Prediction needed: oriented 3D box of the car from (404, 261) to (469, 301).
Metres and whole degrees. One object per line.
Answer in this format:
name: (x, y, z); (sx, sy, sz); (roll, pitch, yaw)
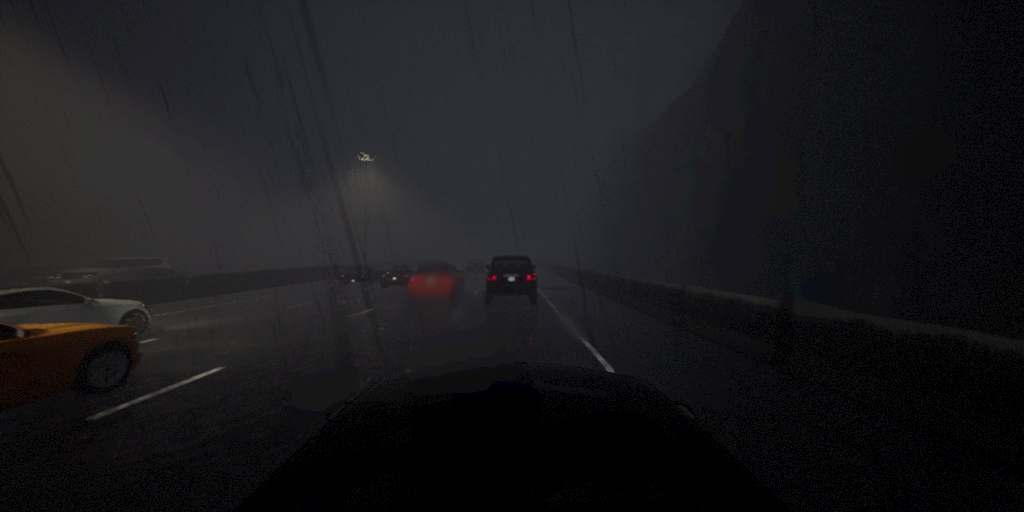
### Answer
car: (-3.554, 1.116, 17.795); (2.097, 1.767, 4.553); (0, 0, -1)

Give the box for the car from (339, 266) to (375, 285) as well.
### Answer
car: (-10.644, 1.362, 26.173); (1.895, 1.301, 4.718); (0, 0, -1)

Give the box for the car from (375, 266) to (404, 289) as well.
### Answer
car: (-7.117, 1.321, 23.643); (1.994, 1.385, 4.181); (0, 0, -1)

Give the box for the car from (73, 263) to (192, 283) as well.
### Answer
car: (-21.277, 1.368, 20.555); (1.812, 1.442, 4.674); (0, 0, -1)

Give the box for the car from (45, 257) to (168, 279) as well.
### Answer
car: (-24.801, 1.071, 22.734); (2.150, 2.045, 5.566); (0, 0, -1)

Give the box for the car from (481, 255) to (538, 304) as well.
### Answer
car: (-0.041, 0.973, 16.665); (2.150, 2.045, 5.566); (0, 0, -1)

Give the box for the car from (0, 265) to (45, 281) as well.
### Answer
car: (-31.805, 1.385, 23.664); (1.837, 1.490, 4.892); (0, 0, 0)

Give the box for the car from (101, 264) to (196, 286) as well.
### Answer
car: (-28.339, 1.382, 28.297); (2.033, 1.411, 5.357); (0, 0, 0)

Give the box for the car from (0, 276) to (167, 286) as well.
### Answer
car: (-10.440, 1.337, 7.541); (1.812, 1.442, 4.674); (0, 0, -1)

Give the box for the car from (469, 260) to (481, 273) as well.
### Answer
car: (-3.778, 1.116, 38.315); (2.128, 1.511, 4.902); (0, 1, -1)

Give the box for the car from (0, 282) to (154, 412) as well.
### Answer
car: (-6.898, 1.267, 3.702); (1.882, 1.535, 5.008); (0, 0, -1)
